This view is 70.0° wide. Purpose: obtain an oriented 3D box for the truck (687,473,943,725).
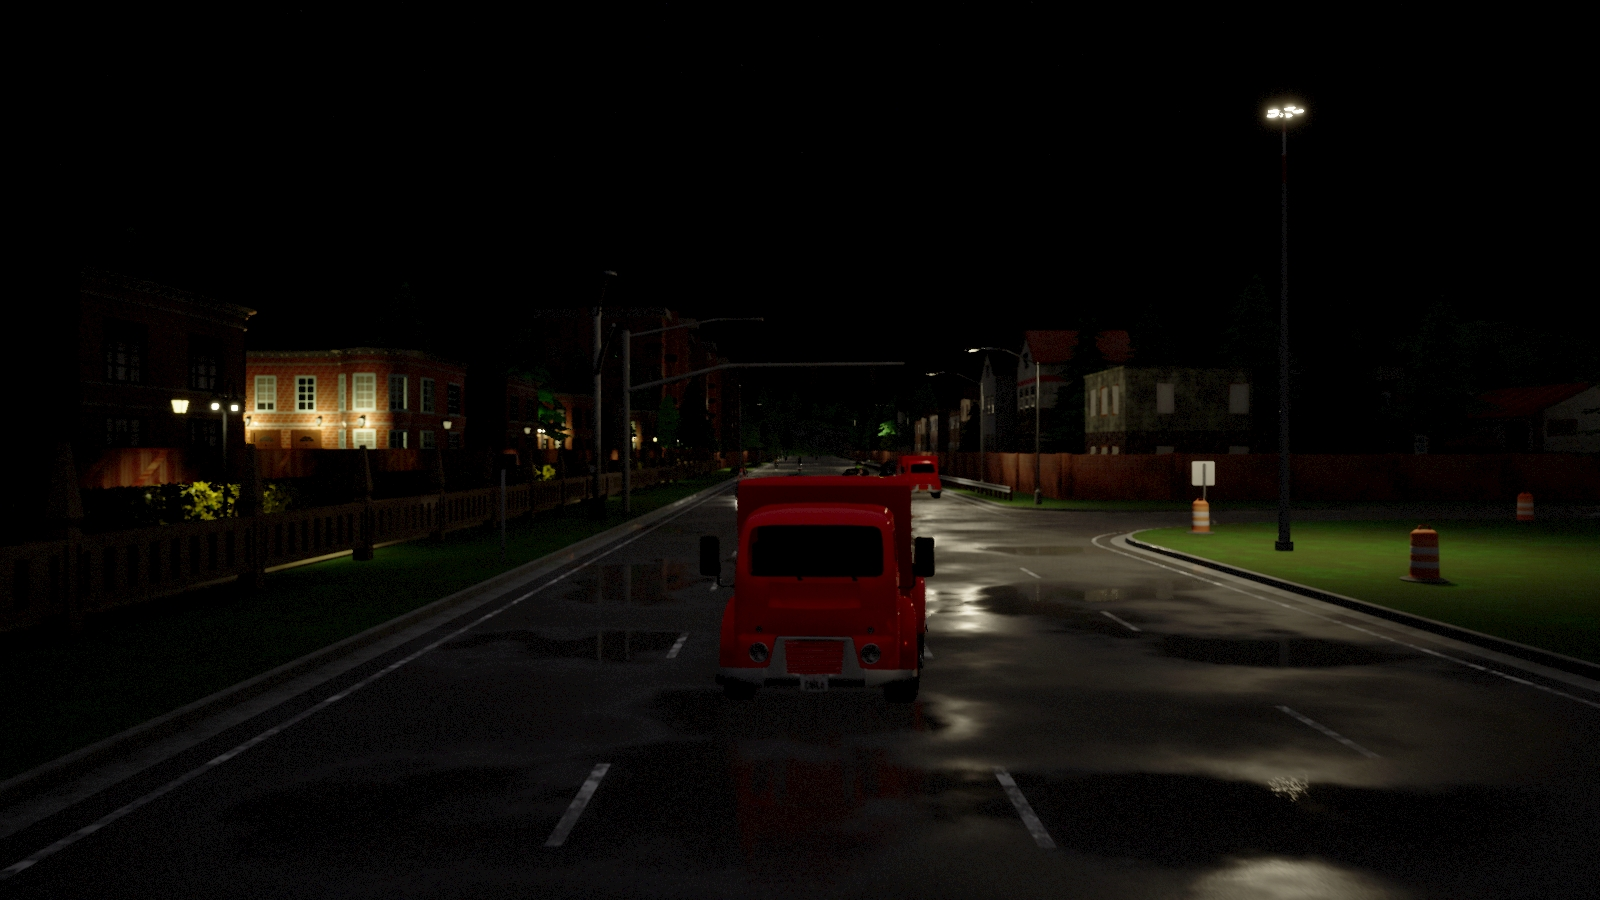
[{"bbox_3d":[0.336,1.569,14.308,2.627,2.467,5.204,0,0,4],"label":"truck"}]
